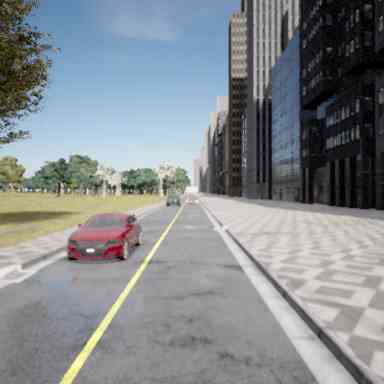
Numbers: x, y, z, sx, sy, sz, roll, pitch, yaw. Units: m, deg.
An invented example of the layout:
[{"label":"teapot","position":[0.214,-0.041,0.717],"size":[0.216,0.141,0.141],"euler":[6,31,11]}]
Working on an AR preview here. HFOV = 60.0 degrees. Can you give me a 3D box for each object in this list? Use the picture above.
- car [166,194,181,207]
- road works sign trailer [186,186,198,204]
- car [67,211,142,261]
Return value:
[{"label":"car","position":[-3.025,1.337,54.701],"size":[2.150,2.045,5.566],"euler":[0,0,1]},{"label":"road works sign trailer","position":[0.036,0.605,66.524],"size":[2.380,3.560,2.880],"euler":[0,0,0]},{"label":"car","position":[-3.093,1.512,12.628],"size":[1.882,1.535,5.008],"euler":[0,0,0]}]
